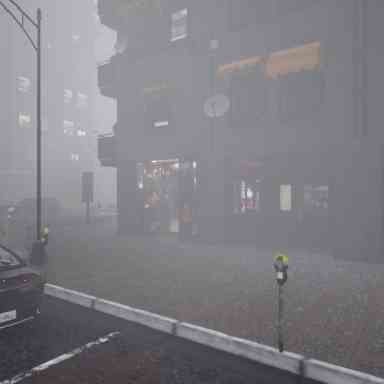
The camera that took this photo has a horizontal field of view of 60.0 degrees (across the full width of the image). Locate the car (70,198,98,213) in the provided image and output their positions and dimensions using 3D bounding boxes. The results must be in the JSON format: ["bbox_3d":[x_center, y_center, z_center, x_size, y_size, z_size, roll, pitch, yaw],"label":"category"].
[{"bbox_3d":[-10.908,1.250,30.466,1.752,1.417,4.829,1,1,35],"label":"car"}]

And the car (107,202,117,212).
[{"bbox_3d":[-5.846,1.201,33.204,2.033,1.411,5.357,0,1,35],"label":"car"}]

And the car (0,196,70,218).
[{"bbox_3d":[-11.847,1.151,24.578,2.097,1.767,4.553,0,1,34],"label":"car"}]

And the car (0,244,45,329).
[{"bbox_3d":[-4.430,1.551,6.032,4.403,1.369,2.008,0,0,35],"label":"car"}]
